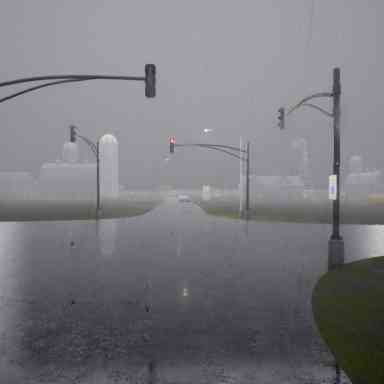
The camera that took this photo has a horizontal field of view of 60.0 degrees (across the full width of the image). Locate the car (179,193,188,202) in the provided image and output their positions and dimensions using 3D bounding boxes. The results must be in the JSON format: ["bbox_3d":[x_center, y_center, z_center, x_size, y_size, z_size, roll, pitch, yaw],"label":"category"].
[{"bbox_3d":[-2.081,1.194,79.902,2.150,2.045,5.566,0,0,-4],"label":"car"}]

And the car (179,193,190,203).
[{"bbox_3d":[-1.498,1.557,69.868,1.812,1.442,4.674,0,0,-3],"label":"car"}]
